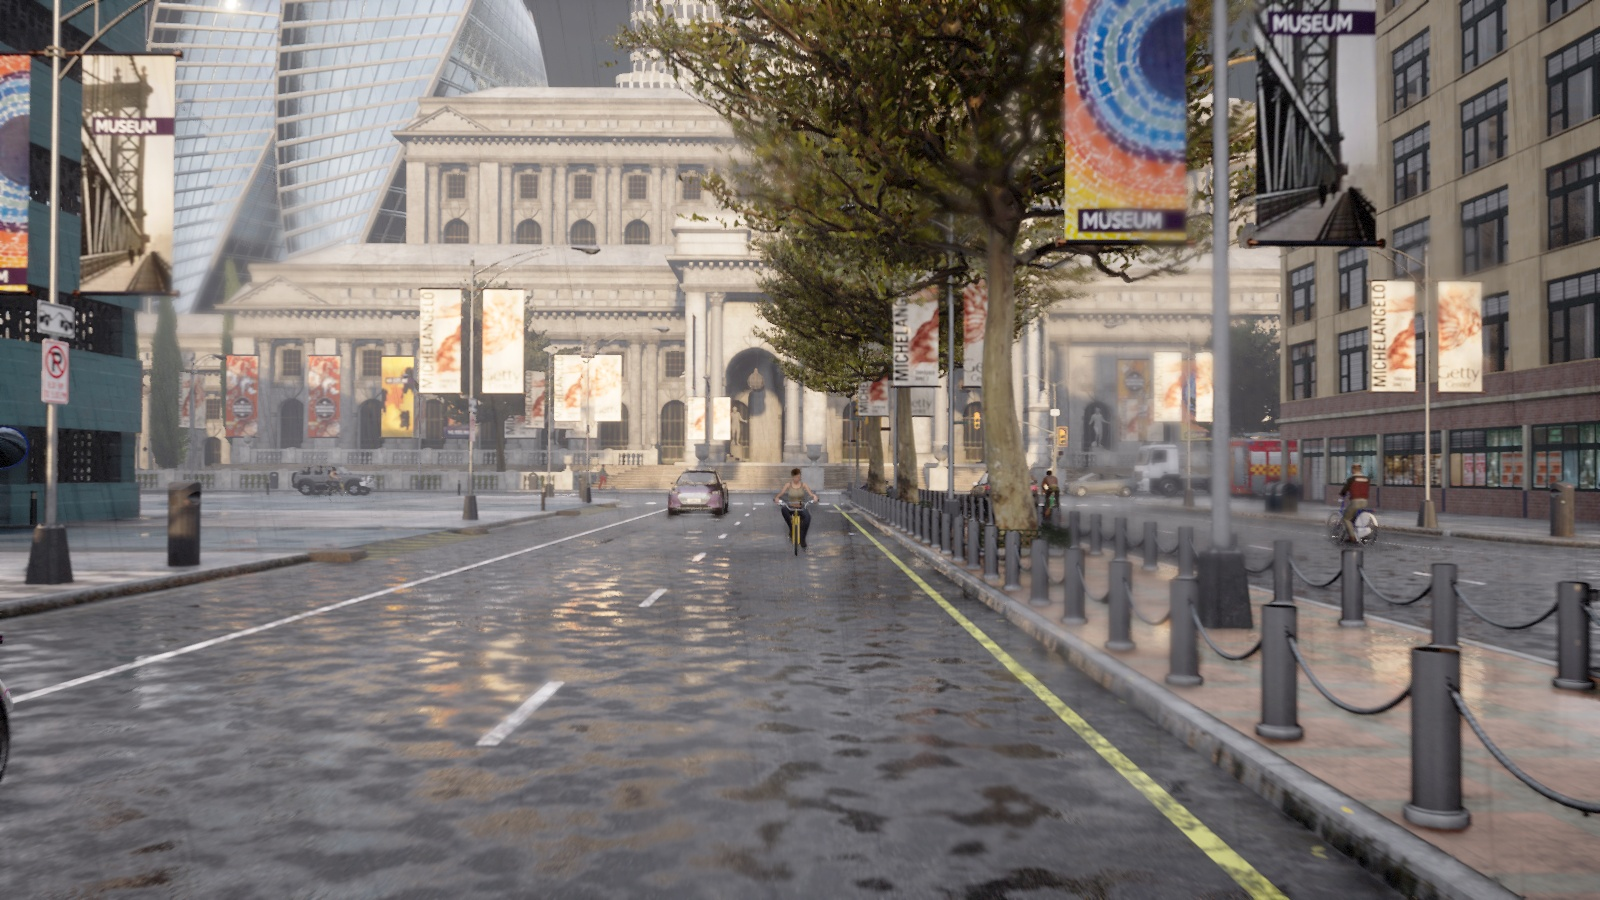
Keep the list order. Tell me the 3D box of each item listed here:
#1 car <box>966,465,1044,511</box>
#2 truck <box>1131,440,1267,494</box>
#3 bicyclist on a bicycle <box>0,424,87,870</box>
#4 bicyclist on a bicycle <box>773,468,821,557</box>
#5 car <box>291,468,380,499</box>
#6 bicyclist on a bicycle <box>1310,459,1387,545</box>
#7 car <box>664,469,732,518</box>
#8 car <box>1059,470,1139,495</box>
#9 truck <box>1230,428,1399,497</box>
[{"bbox_3d":[7.878,1.443,48.714,2.242,1.667,4.611,0,-1,0],"label":"car"},{"bbox_3d":[25.998,1.104,82.133,7.936,3.462,2.891,0,-1,0],"label":"truck"},{"bbox_3d":[-3.512,0.777,4.672,0.659,1.776,1.843,0,-1,0],"label":"bicyclist on a bicycle"},{"bbox_3d":[-0.062,1.144,23.424,0.866,1.612,1.509,0,-1,0],"label":"bicyclist on a bicycle"},{"bbox_3d":[-27.800,2.001,75.197,4.605,1.855,1.932,0,-1,0],"label":"car"},{"bbox_3d":[11.713,1.088,26.884,0.659,1.776,1.843,1,-1,-8],"label":"bicyclist on a bicycle"},{"bbox_3d":[-3.608,1.517,45.269,2.033,1.649,4.856,0,-1,0],"label":"car"},{"bbox_3d":[18.704,2.002,78.592,4.514,1.525,2.007,0,-1,-1],"label":"car"},{"bbox_3d":[29.256,0.731,71.588,8.468,3.827,2.891,0,-1,-6],"label":"truck"}]
